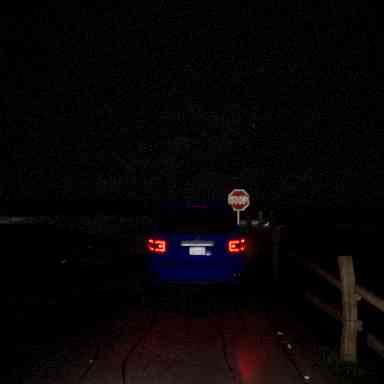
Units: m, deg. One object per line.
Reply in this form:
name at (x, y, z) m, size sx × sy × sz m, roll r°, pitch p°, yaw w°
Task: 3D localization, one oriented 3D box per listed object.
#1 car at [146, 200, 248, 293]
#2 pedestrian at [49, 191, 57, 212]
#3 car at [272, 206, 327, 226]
car at (0.083, 1.214, 8.992) m, size 2.150 × 2.045 × 5.566 m, roll 0°, pitch 0°, yaw 0°
pedestrian at (-12.080, 0.778, 28.947) m, size 0.375 × 1.860 × 0.375 m, roll 0°, pitch 1°, yaw 0°
car at (8.345, 1.803, 25.531) m, size 4.181 × 1.385 × 1.994 m, roll 2°, pitch 3°, yaw -5°
